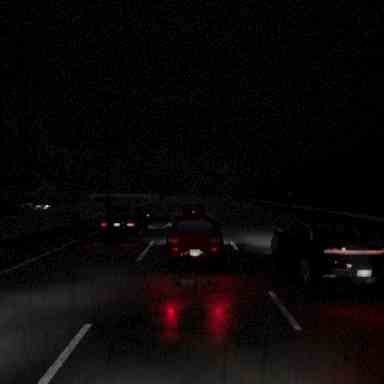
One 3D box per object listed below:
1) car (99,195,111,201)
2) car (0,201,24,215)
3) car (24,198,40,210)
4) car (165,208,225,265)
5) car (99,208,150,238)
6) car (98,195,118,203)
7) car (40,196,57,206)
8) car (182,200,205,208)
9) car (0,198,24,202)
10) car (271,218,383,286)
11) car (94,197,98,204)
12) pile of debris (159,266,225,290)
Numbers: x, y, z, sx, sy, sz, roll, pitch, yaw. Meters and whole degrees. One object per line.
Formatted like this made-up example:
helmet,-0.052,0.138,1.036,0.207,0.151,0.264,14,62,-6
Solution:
car,-20.431,1.381,78.275,1.812,1.442,4.674,0,0,-1
car,-14.084,1.573,23.192,1.895,1.301,4.718,0,0,0
car,-20.795,1.455,40.301,1.837,1.490,4.892,0,0,2
car,0.090,1.512,11.542,1.812,1.442,4.674,0,0,0
car,-3.402,1.527,17.561,2.033,1.411,5.357,0,0,0
car,-13.345,1.434,54.333,1.837,1.490,4.892,0,2,2
car,-23.885,1.461,54.911,1.812,1.442,4.674,0,1,1
car,0.170,1.444,29.681,1.882,1.535,5.008,0,0,1
car,-17.521,1.471,29.795,1.837,1.490,4.892,0,0,1
car,3.600,1.481,9.376,2.128,1.511,4.902,0,0,0
car,-16.804,1.406,61.955,1.882,1.535,5.008,0,1,0
pile of debris,0.000,2.166,8.534,1.500,0.140,1.860,0,0,0
